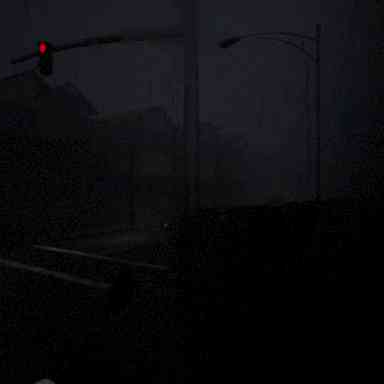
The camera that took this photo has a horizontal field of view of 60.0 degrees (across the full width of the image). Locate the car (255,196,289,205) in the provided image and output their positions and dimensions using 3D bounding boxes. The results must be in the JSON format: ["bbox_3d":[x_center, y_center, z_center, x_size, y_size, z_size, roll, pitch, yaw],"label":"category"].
[{"bbox_3d":[8.130,1.418,33.224,2.150,2.045,5.566,0,0,35],"label":"car"}]

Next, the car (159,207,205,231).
[{"bbox_3d":[-0.134,1.688,21.629,2.128,1.511,4.902,0,0,35],"label":"car"}]
